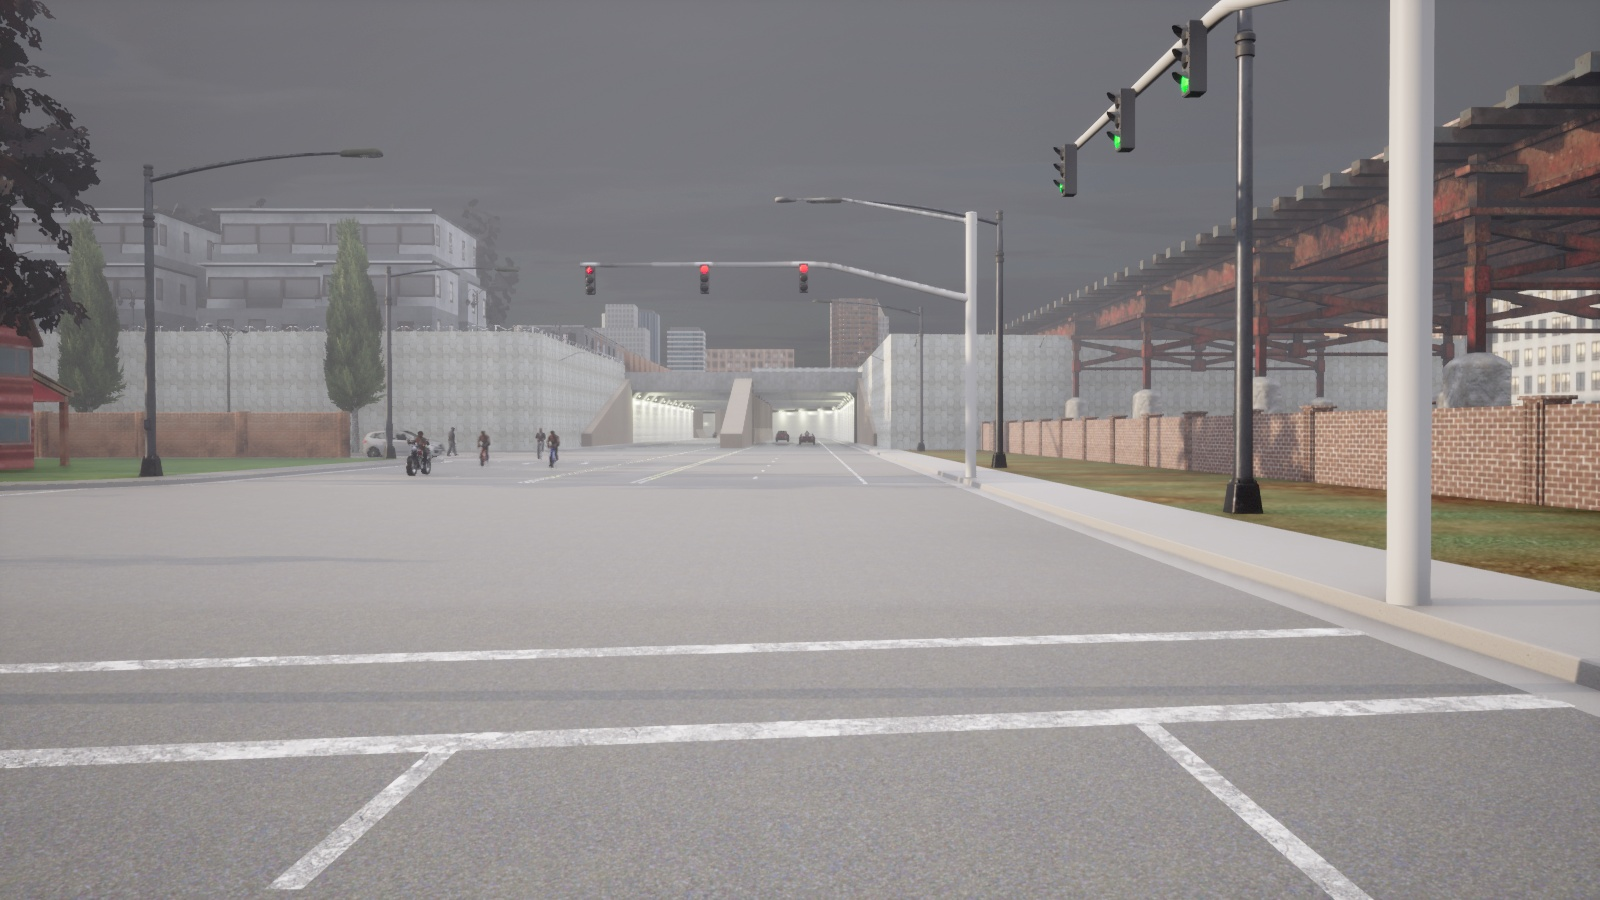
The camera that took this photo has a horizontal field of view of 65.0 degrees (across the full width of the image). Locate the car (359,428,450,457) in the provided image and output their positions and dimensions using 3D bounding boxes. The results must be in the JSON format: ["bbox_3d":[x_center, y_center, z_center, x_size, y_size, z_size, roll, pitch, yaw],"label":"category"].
[{"bbox_3d":[-23.051,-0.456,73.324,4.611,1.667,2.242,0,1,0],"label":"car"}]

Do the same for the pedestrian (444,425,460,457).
[{"bbox_3d":[-21.021,-0.553,75.890,0.849,1.883,0.563,0,1,-3],"label":"pedestrian"}]

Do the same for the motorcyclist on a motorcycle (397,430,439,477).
[{"bbox_3d":[-13.734,0.094,45.241,0.766,1.649,2.350,0,1,0],"label":"motorcyclist on a motorcycle"}]
